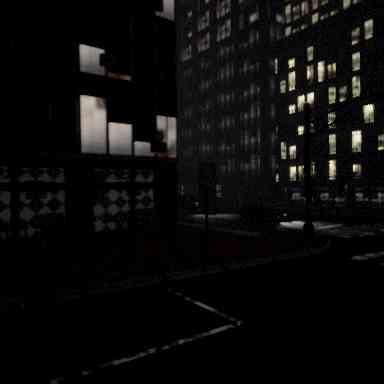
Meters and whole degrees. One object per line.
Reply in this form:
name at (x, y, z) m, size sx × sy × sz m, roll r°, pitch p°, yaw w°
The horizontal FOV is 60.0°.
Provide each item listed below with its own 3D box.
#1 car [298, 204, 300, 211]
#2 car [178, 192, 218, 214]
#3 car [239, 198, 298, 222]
car at (8.030, 1.264, 31.908) m, size 1.752 × 1.417 × 4.829 m, roll -1°, pitch 1°, yaw -35°
car at (0.085, 1.140, 33.260) m, size 2.097 × 1.767 × 4.553 m, roll -1°, pitch 1°, yaw -35°
car at (5.531, 1.435, 25.401) m, size 1.994 × 1.385 × 4.181 m, roll -1°, pitch 1°, yaw -35°
